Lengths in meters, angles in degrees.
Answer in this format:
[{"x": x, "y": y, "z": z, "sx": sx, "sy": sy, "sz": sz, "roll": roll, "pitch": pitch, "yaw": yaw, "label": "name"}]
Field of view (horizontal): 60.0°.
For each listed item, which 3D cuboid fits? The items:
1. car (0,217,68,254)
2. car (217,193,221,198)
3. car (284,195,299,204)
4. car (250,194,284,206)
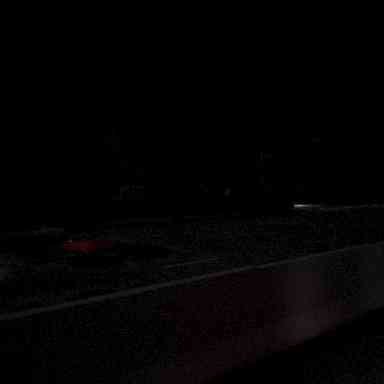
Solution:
[{"x": -7.072, "y": 1.601, "z": 11.846, "sx": 4.718, "sy": 1.301, "sz": 1.895, "roll": 0, "pitch": 0, "yaw": -35, "label": "car"}, {"x": 5.427, "y": 0.876, "z": 70.310, "sx": 1.994, "sy": 1.385, "sz": 4.181, "roll": -1, "pitch": 1, "yaw": -6, "label": "car"}, {"x": 12.062, "y": 1.034, "z": 46.021, "sx": 2.033, "sy": 1.411, "sz": 5.357, "roll": -1, "pitch": 1, "yaw": -35, "label": "car"}, {"x": 9.067, "y": 1.086, "z": 44.196, "sx": 2.033, "sy": 1.411, "sz": 5.357, "roll": -1, "pitch": 1, "yaw": -35, "label": "car"}]
